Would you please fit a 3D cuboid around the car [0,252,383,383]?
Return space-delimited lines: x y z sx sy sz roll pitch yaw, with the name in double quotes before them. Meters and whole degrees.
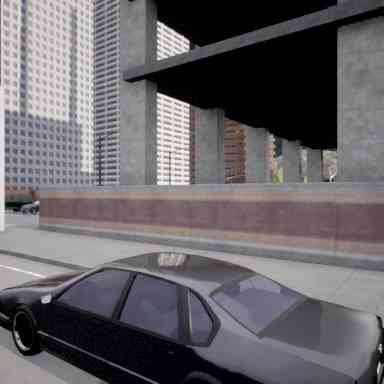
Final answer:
"car" -0.449 1.547 4.312 5.357 1.411 2.033 0 0 35

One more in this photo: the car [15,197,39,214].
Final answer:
"car" -15.766 1.526 35.386 1.812 1.442 4.674 0 0 36

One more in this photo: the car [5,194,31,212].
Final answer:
"car" -19.907 1.221 35.664 2.150 2.045 5.566 0 0 36
